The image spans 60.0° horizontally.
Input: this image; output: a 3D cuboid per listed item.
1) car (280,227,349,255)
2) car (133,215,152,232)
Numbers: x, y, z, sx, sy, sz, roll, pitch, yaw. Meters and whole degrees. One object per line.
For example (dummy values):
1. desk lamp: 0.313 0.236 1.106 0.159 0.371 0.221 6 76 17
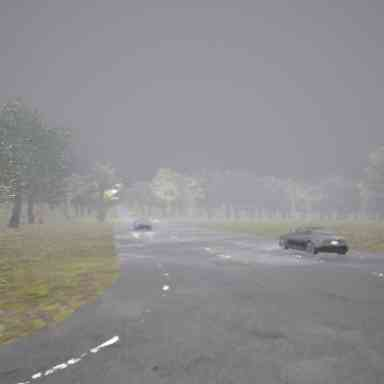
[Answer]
1. car: 6.505 2.580 18.152 1.994 1.385 4.181 1 -4 -13
2. car: -5.864 3.855 39.566 1.882 1.535 5.008 1 -4 -13
